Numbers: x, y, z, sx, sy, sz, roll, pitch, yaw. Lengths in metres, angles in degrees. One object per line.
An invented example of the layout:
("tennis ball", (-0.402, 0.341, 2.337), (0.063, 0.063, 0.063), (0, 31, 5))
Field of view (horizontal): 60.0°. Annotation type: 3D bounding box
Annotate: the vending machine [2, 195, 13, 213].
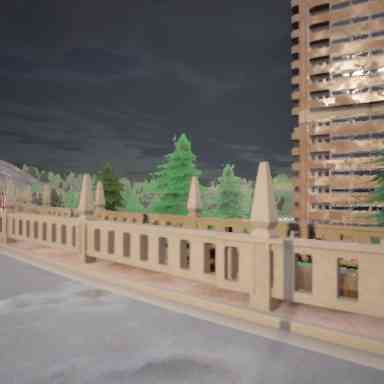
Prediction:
("vending machine", (-22.227, 1.412, 40.068), (1.100, 2.100, 0.880), (0, 0, -22))
